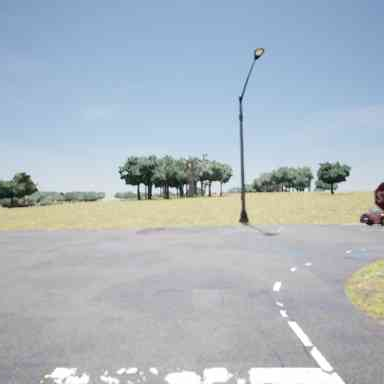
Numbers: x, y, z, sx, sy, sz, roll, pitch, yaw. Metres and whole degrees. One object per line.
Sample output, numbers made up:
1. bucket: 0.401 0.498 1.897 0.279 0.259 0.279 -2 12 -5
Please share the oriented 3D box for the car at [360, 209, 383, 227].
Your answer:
1. car: 13.114 1.493 21.318 4.181 1.385 1.994 -1 -3 -1
